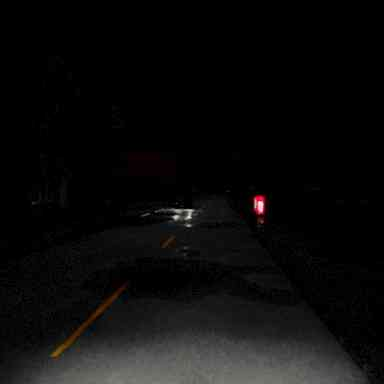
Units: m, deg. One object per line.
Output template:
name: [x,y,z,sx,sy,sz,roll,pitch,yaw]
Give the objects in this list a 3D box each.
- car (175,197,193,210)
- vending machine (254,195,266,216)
car: [-0.926,1.302,40.136,1.812,1.442,4.674,1,0,5]
vending machine: [7.016,1.417,34.419,1.100,2.100,0.880,1,0,5]
